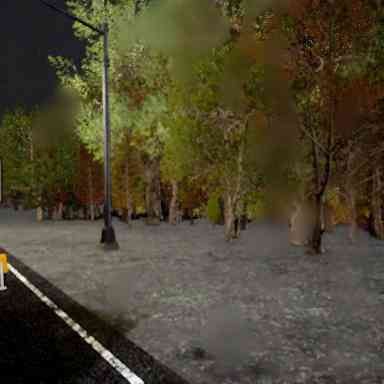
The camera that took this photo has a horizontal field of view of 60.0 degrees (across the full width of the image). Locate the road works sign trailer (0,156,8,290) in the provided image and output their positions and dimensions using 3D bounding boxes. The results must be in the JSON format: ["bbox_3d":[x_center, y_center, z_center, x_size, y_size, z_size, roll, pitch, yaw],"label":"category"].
[{"bbox_3d":[-6.468,0.712,8.958,2.380,3.560,2.880,-1,0,-38],"label":"road works sign trailer"}]
